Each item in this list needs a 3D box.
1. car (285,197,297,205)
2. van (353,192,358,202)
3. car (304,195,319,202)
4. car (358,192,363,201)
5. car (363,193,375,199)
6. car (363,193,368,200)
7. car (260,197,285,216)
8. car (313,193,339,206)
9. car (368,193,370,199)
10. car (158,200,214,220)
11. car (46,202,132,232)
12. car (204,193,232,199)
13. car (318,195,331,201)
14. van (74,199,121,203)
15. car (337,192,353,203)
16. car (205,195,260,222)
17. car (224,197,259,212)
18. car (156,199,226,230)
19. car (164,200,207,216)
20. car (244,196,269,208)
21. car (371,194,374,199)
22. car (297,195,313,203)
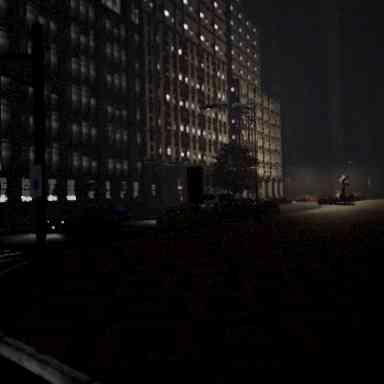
[{"bbox_3d":[15.519,1.448,56.173,2.008,1.369,4.403,-2,-1,35],"label":"car"},{"bbox_3d":[28.544,0.941,60.777,1.690,1.788,3.998,-2,-1,35],"label":"van"},{"bbox_3d":[25.096,1.374,69.955,1.887,1.381,4.507,-2,-1,35],"label":"car"},{"bbox_3d":[31.750,1.017,65.351,1.967,1.590,4.097,-2,-1,35],"label":"car"},{"bbox_3d":[44.560,1.042,83.651,2.008,1.369,4.403,-2,-1,35],"label":"car"},{"bbox_3d":[34.956,0.869,69.923,2.192,1.841,5.009,-2,-1,35],"label":"car"},{"bbox_3d":[6.198,1.354,28.704,1.802,1.307,4.206,-2,-1,35],"label":"car"},{"bbox_3d":[19.051,1.195,47.181,1.752,1.417,4.829,-2,-1,35],"label":"car"},{"bbox_3d":[38.187,1.098,74.479,1.947,1.339,4.313,-2,-1,35],"label":"car"},{"bbox_3d":[-0.359,1.507,28.761,2.033,1.411,5.357,-2,-1,35],"label":"car"},{"bbox_3d":[-6.125,1.557,20.468,2.033,1.411,5.357,-2,-1,35],"label":"car"},{"bbox_3d":[2.413,1.086,27.662,2.150,2.045,5.566,-2,-1,35],"label":"car"},{"bbox_3d":[31.481,1.332,79.141,1.887,1.381,4.507,-2,-1,35],"label":"car"},{"bbox_3d":[-6.832,1.420,24.021,1.690,1.788,3.998,-2,-1,35],"label":"van"},{"bbox_3d":[25.332,1.063,56.209,1.967,1.590,4.097,-2,-1,35],"label":"car"},{"bbox_3d":[3.008,1.239,24.120,1.967,1.590,4.097,-2,-1,35],"label":"car"},{"bbox_3d":[5.601,1.414,37.318,1.837,1.490,4.892,-2,-1,35],"label":"car"},{"bbox_3d":[-0.080,1.352,19.673,1.752,1.417,4.829,-2,-1,35],"label":"car"},{"bbox_3d":[-0.541,1.549,33.066,1.752,1.417,4.829,-2,-1,35],"label":"car"},{"bbox_3d":[9.131,1.386,46.988,1.967,1.590,4.097,-2,-1,35],"label":"car"},{"bbox_3d":[41.470,1.036,79.206,1.752,1.417,4.829,-2,-1,35],"label":"car"},{"bbox_3d":[21.901,1.292,65.362,1.967,1.590,4.097,-2,-1,35],"label":"car"}]
